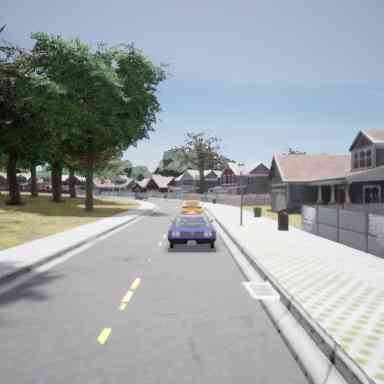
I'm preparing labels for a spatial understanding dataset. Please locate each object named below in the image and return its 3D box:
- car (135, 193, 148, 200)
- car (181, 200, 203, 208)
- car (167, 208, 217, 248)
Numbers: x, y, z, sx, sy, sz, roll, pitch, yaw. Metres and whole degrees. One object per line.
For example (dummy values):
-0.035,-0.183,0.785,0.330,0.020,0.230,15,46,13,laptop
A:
-11.318,1.109,74.686,1.837,1.490,4.892,0,1,-26,car
0.000,1.457,29.638,1.882,1.535,5.008,0,0,0,car
0.000,1.614,14.669,1.895,1.301,4.718,0,0,0,car
